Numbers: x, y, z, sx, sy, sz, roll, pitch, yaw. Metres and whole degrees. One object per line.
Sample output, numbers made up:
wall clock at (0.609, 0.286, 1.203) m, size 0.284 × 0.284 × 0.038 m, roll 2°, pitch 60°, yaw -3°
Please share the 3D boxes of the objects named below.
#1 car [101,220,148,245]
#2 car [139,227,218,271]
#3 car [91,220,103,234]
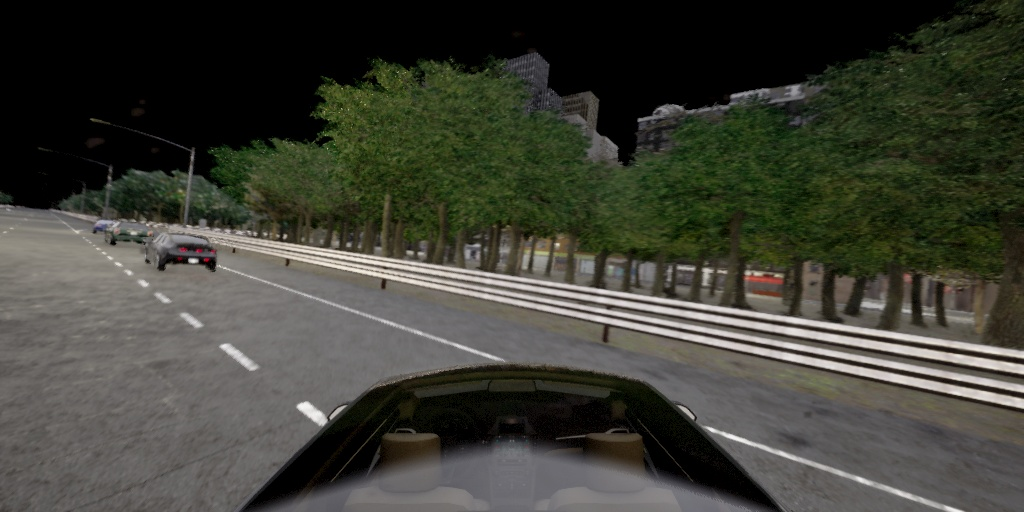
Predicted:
car at (-27.207, -1.687, 25.518) m, size 4.553 × 1.767 × 2.097 m, roll 6°, pitch 0°, yaw 37°
car at (-14.619, -0.241, 15.823) m, size 4.892 × 1.490 × 1.837 m, roll 6°, pitch 0°, yaw 37°
car at (-41.356, -2.962, 36.673) m, size 4.674 × 1.442 × 1.812 m, roll 6°, pitch 0°, yaw 41°
